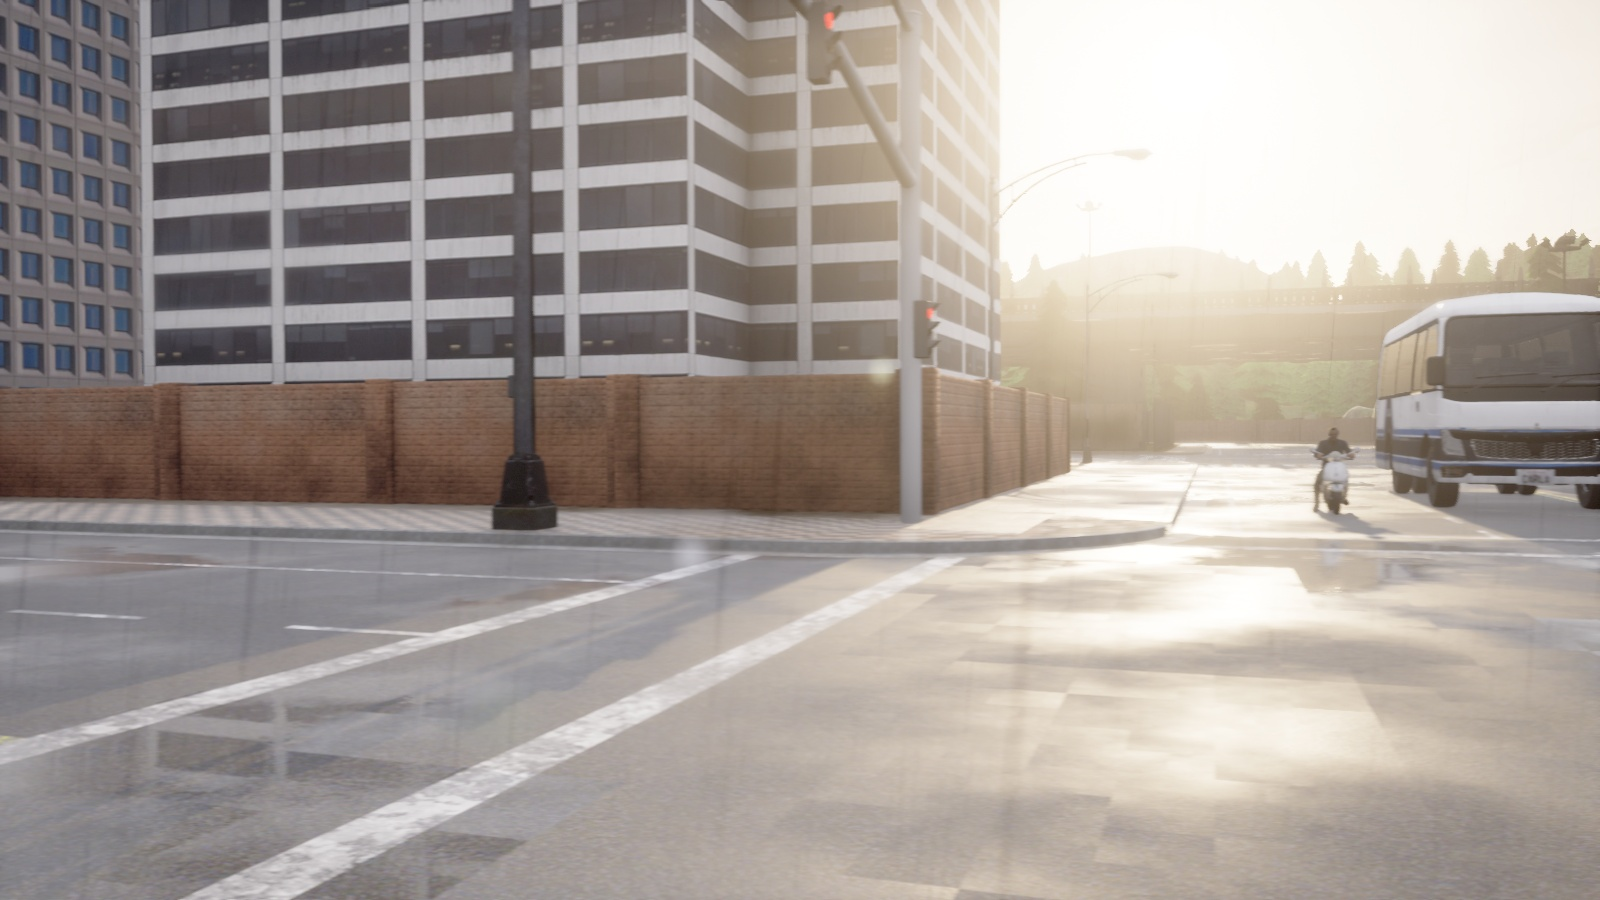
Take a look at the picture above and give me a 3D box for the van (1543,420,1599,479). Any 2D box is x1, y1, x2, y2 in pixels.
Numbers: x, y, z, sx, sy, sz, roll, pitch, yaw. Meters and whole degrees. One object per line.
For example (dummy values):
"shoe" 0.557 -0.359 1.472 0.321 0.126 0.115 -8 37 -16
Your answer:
"van" 27.851 -0.030 44.408 1.775 1.987 4.442 1 1 18

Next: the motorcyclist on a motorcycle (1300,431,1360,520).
"motorcyclist on a motorcycle" 9.828 0.443 23.347 0.866 1.590 1.817 1 1 18

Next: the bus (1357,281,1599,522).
"bus" 14.817 -0.931 27.253 3.944 4.253 10.273 1 1 18
